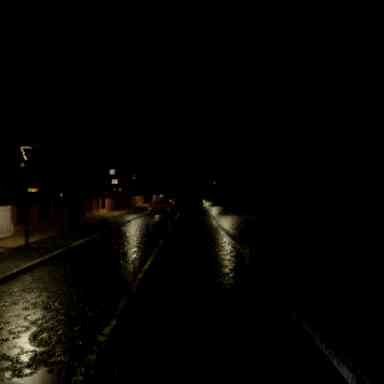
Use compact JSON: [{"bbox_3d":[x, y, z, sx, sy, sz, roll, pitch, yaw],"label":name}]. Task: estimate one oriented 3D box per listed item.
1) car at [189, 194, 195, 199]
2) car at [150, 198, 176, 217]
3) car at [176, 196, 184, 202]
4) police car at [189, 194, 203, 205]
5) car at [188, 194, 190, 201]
[{"bbox_3d":[-0.022,1.255,93.051,1.837,1.490,4.892,0,0,0],"label":"car"},{"bbox_3d":[-2.855,1.473,31.707,1.882,1.535,5.008,0,0,0],"label":"car"},{"bbox_3d":[-2.769,1.478,73.041,1.994,1.385,4.181,0,0,0],"label":"car"},{"bbox_3d":[0.946,1.402,58.726,1.930,1.638,5.238,0,0,0],"label":"police car"},{"bbox_3d":[-0.020,1.390,77.040,2.033,1.411,5.357,0,0,0],"label":"car"}]
